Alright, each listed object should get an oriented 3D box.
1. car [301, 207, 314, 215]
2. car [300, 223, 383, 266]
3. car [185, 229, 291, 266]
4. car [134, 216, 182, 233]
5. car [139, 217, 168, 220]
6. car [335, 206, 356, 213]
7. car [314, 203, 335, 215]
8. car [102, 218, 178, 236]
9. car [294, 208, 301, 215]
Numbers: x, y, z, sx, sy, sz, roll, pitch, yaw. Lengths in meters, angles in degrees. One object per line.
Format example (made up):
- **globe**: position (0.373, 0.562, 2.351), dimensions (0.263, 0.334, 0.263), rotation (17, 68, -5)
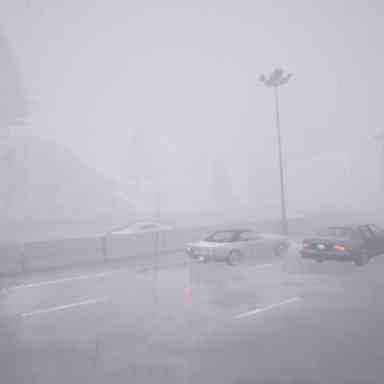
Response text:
- **car**: position (22.865, 3.576, 62.696), dimensions (2.128, 1.511, 4.902), rotation (-5, -3, 33)
- **car**: position (6.372, 1.919, 13.017), dimensions (5.357, 1.411, 2.033), rotation (0, -4, -40)
- **car**: position (2.104, 2.232, 14.134), dimensions (4.718, 1.301, 1.895), rotation (0, -4, -38)
- **car**: position (-3.732, 3.543, 36.912), dimensions (4.902, 1.511, 2.128), rotation (0, -4, -42)
- **car**: position (-4.803, 3.091, 26.880), dimensions (4.902, 1.511, 2.128), rotation (0, -4, -39)
- **car**: position (24.925, 2.981, 53.319), dimensions (1.882, 1.535, 5.008), rotation (-5, -3, 36)
- **car**: position (23.140, 2.986, 56.848), dimensions (2.150, 2.045, 5.566), rotation (-5, -3, 35)
- **car**: position (-3.559, 2.892, 23.411), dimensions (4.674, 1.442, 1.812), rotation (0, -4, -38)
- **car**: position (22.293, 3.938, 68.419), dimensions (1.994, 1.385, 4.181), rotation (-4, -3, 31)
